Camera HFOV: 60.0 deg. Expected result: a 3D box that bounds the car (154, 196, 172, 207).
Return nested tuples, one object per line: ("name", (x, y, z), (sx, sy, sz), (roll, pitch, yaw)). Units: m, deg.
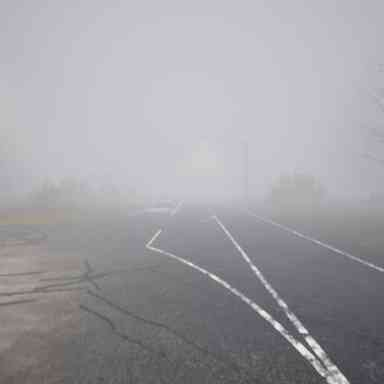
("car", (-3.442, 1.157, 40.562), (1.895, 1.301, 4.718), (0, 1, 0))
